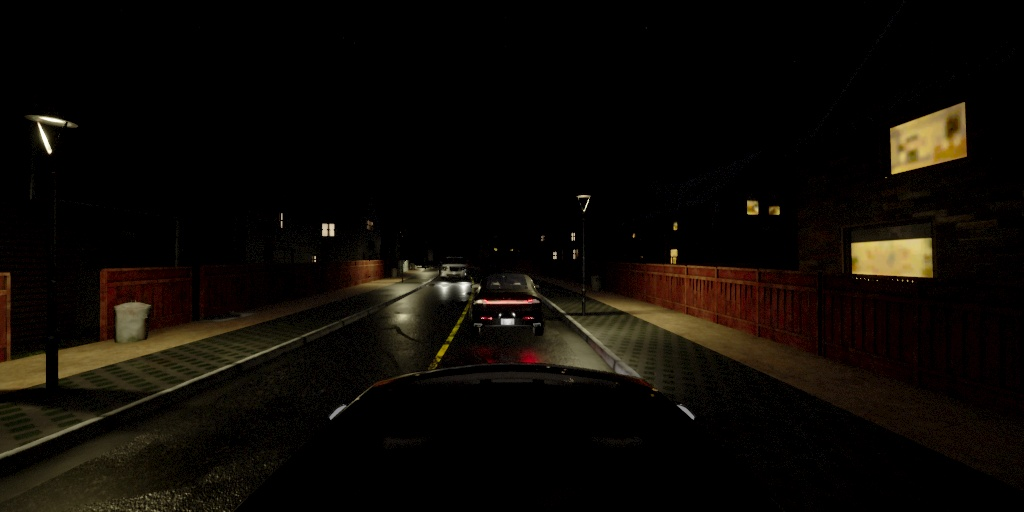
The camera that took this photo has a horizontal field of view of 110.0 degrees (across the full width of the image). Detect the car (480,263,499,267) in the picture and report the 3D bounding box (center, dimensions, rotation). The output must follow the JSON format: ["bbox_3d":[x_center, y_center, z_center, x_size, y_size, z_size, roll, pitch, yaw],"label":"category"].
[{"bbox_3d":[-1.951,1.327,30.565,1.837,1.490,4.892,0,0,-7],"label":"car"}]

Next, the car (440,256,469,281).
[{"bbox_3d":[-5.024,1.038,31.407,2.150,2.045,5.566,0,0,-8],"label":"car"}]

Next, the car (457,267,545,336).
[{"bbox_3d":[-0.173,1.249,10.382,2.128,1.511,4.902,0,0,-2],"label":"car"}]
